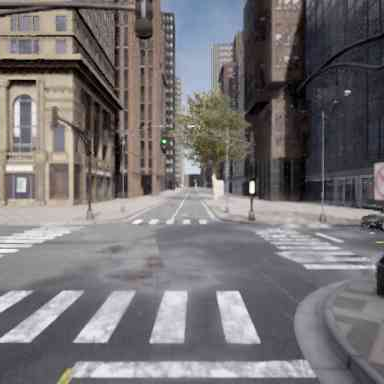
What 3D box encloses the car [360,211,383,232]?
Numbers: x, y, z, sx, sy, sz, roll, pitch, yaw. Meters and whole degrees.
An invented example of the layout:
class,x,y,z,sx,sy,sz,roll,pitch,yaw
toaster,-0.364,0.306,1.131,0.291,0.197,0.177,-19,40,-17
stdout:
class,x,y,z,sx,sy,sz,roll,pitch,yaw
car,11.928,1.507,18.895,4.403,1.369,2.008,0,0,0
